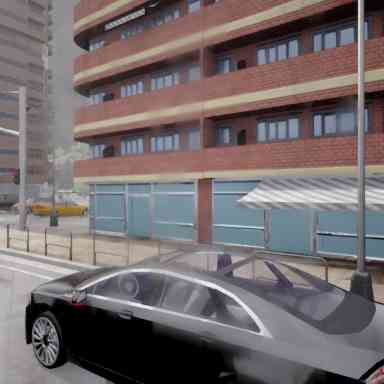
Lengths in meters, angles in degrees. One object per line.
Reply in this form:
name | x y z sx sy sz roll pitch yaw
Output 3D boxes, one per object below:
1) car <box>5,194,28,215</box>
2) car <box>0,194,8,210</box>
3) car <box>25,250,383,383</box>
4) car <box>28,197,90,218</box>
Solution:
car | -16.226 1.352 34.442 2.097 1.767 4.553 0 0 36
car | -20.151 1.221 34.999 2.150 2.045 5.566 0 0 35
car | -0.140 1.491 4.088 4.902 1.511 2.128 0 0 35
car | -11.210 1.478 29.114 1.882 1.535 5.008 0 0 36
